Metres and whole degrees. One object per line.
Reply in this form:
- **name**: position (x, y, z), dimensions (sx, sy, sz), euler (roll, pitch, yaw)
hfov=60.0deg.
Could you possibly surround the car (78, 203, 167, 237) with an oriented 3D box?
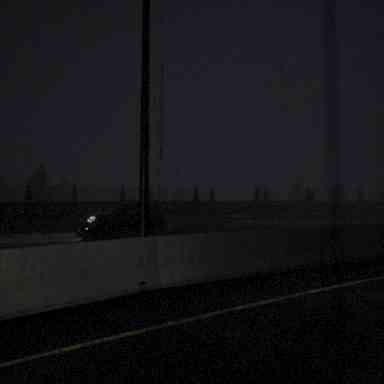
- **car**: position (-3.721, 1.364, 17.934), dimensions (4.553, 1.767, 2.097), euler (1, 0, -30)
